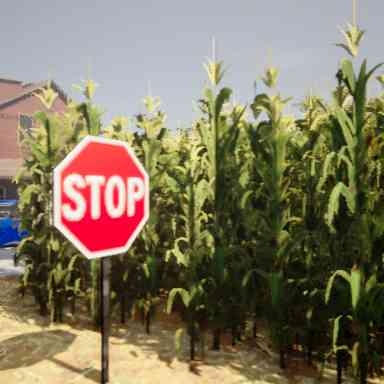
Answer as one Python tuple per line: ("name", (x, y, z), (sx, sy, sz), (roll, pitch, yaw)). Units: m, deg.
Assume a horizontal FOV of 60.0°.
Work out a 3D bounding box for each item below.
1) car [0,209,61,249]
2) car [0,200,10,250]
("car", (-8.421, 1.588, 14.441), (1.837, 1.490, 4.892), (0, -1, 36))
("car", (-6.635, 1.286, 12.350), (2.150, 2.045, 5.566), (-1, -1, 33))
